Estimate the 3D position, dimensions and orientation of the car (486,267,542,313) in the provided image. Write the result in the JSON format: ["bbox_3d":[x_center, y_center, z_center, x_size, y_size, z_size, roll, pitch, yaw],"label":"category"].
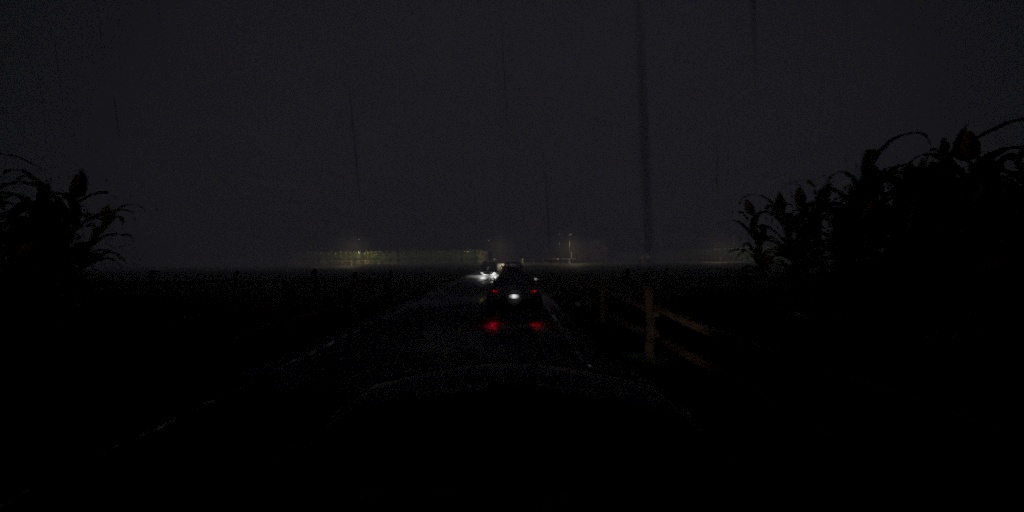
[{"bbox_3d":[0.088,1.312,13.932,1.994,1.385,4.181,0,0,0],"label":"car"}]

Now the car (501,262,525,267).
[{"bbox_3d":[0.096,1.230,30.254,1.882,1.535,5.008,0,0,0],"label":"car"}]

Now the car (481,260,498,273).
[{"bbox_3d":[-2.828,1.253,44.883,2.128,1.511,4.902,0,0,0],"label":"car"}]
